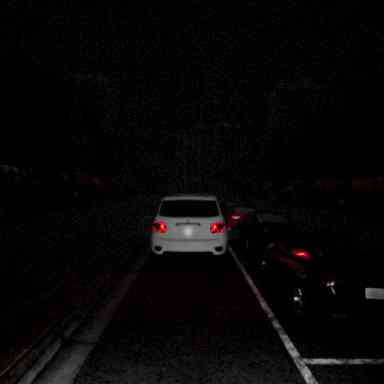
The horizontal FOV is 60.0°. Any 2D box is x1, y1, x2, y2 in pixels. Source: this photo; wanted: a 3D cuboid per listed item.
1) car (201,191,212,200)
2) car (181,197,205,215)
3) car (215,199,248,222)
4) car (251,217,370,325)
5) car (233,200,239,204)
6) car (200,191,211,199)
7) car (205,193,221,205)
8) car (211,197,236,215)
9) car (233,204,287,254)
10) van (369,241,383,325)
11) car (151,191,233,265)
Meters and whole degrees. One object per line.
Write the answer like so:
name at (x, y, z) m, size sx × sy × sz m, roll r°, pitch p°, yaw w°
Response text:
car at (2.656, 0.552, 61.874) m, size 1.967 × 1.590 × 4.097 m, roll 0°, pitch 1°, yaw 0°
car at (0.086, 1.163, 29.333) m, size 1.895 × 1.301 × 4.718 m, roll 0°, pitch 1°, yaw 0°
car at (2.649, 1.231, 23.354) m, size 1.802 × 1.307 × 4.206 m, roll 1°, pitch 1°, yaw 0°
car at (2.647, 1.459, 6.846) m, size 1.947 × 1.339 × 4.313 m, roll 1°, pitch 1°, yaw 0°
car at (2.649, 1.311, 17.851) m, size 1.802 × 1.307 × 4.206 m, roll 1°, pitch 1°, yaw 0°
car at (2.656, 0.589, 67.379) m, size 2.008 × 1.369 × 4.403 m, roll 0°, pitch 1°, yaw 0°
car at (2.758, 0.885, 43.793) m, size 1.812 × 1.442 × 4.674 m, roll 0°, pitch 1°, yaw 0°
car at (2.650, 1.151, 28.858) m, size 1.802 × 1.307 × 4.206 m, roll 0°, pitch 1°, yaw 0°
car at (2.648, 1.361, 12.348) m, size 2.008 × 1.369 × 4.403 m, roll 1°, pitch 1°, yaw 0°
van at (2.649, 1.318, 1.339) m, size 1.690 × 1.788 × 3.998 m, roll 1°, pitch 1°, yaw 0°
car at (0.038, 1.047, 11.275) m, size 2.150 × 2.045 × 5.566 m, roll 0°, pitch 1°, yaw 3°
